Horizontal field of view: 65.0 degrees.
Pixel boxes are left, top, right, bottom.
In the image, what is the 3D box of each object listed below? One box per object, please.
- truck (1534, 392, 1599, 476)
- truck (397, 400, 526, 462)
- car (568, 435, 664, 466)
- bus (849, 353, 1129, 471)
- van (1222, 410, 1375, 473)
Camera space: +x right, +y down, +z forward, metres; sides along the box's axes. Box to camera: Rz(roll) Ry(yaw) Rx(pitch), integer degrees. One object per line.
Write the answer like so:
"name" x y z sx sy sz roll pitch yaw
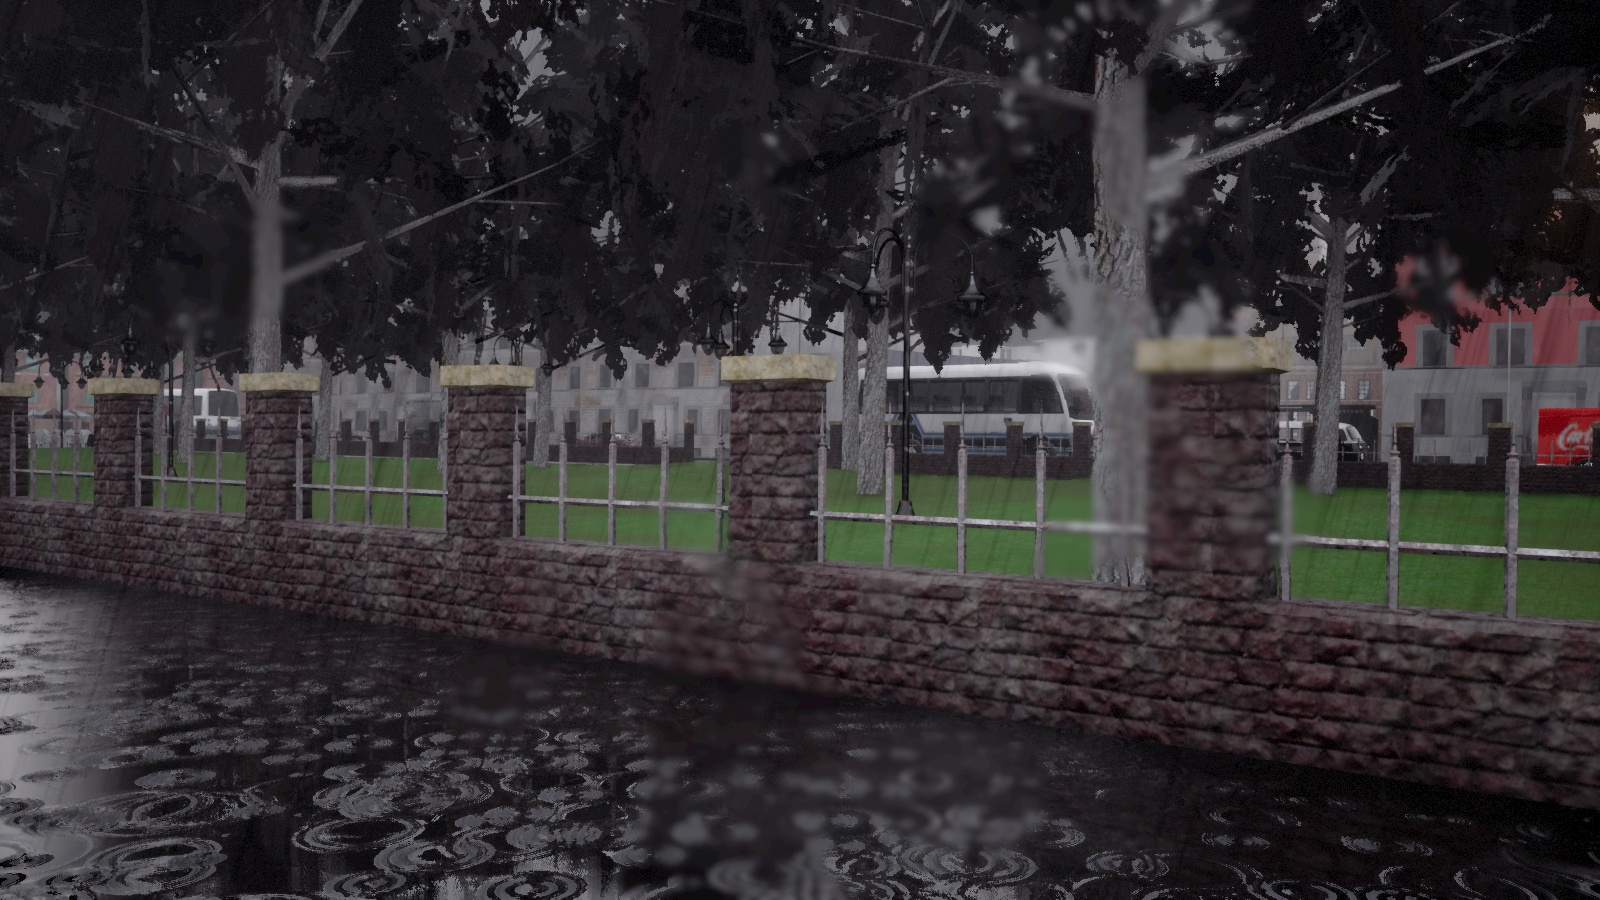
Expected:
"truck" 24.907 -0.489 37.226 5.204 2.467 2.627 0 1 36
"truck" -20.022 -1.080 74.054 7.936 3.462 2.891 0 1 35
"car" -8.993 0.001 61.342 4.674 1.442 1.812 0 1 36
"bus" 7.328 -1.390 49.699 10.273 4.253 3.944 0 1 35
"van" 16.983 -0.284 42.855 4.480 2.038 2.069 0 1 35
